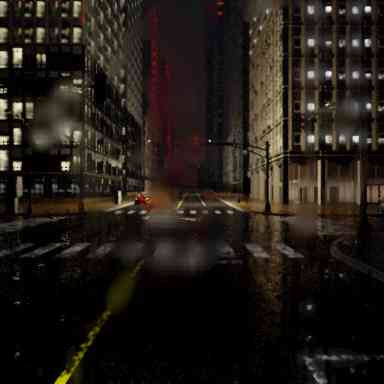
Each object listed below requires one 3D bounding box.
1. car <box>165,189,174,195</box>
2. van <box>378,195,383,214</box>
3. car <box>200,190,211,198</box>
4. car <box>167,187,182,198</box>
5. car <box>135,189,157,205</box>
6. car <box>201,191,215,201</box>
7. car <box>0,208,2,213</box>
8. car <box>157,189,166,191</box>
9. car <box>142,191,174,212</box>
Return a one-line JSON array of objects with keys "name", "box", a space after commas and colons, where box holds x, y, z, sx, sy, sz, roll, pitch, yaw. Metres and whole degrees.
[{"name": "car", "box": [-5.708, 0.068, 84.583, 2.008, 1.369, 4.403, 1, 1, 0]}, {"name": "van", "box": [15.974, 1.021, 24.506, 3.998, 1.788, 1.690, 0, 0, 0]}, {"name": "car", "box": [2.678, 0.374, 67.933, 1.947, 1.339, 4.313, 1, 1, 0]}, {"name": "car", "box": [-3.024, -0.034, 64.038, 2.150, 2.045, 5.566, 0, 1, 0]}, {"name": "car", "box": [-5.689, 0.737, 39.987, 1.967, 1.590, 4.097, 1, 1, 0]}, {"name": "car", "box": [2.684, 0.683, 51.203, 1.802, 1.307, 4.206, 1, 1, 0]}, {"name": "car", "box": [-16.500, 1.065, 24.566, 4.097, 1.590, 1.967, 0, 0, 0]}, {"name": "car", "box": [-5.691, 0.417, 51.133, 2.192, 1.841, 5.009, 1, 1, 0]}, {"name": "car", "box": [-3.009, 0.980, 30.311, 1.882, 1.535, 5.008, 0, 2, 0]}]
